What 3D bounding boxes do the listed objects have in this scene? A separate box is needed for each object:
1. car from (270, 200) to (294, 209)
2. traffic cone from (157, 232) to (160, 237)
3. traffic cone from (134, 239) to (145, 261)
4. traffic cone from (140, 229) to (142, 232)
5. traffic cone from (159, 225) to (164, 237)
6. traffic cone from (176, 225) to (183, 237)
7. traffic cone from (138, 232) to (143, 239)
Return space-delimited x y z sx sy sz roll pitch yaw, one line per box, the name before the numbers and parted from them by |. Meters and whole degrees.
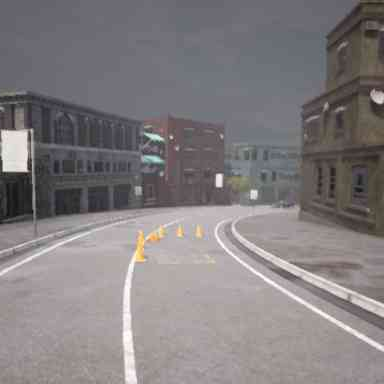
car | 15.327 2.115 56.567 4.892 1.490 1.837 2 2 -39
traffic cone | -1.920 2.103 15.478 0.340 0.340 0.580 1 0 -40
traffic cone | -1.747 1.973 11.071 0.340 0.580 0.340 0 0 -8
traffic cone | -2.317 1.980 15.030 0.340 0.580 0.340 0 0 -9
traffic cone | -1.616 1.993 17.145 0.340 0.580 0.340 1 0 -8
traffic cone | -0.629 2.004 17.290 0.340 0.580 0.340 1 0 -8
traffic cone | -2.031 1.977 13.050 0.340 0.580 0.340 0 0 -8
